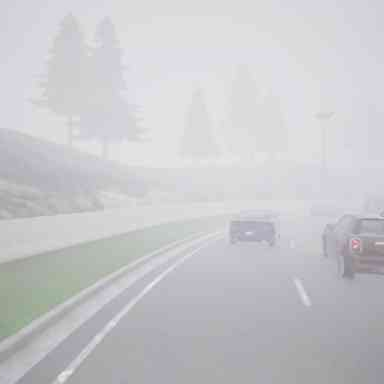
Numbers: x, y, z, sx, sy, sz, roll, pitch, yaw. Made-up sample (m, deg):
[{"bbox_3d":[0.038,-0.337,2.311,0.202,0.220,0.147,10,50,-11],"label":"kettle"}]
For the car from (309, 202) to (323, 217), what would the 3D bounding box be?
[{"bbox_3d":[12.764,1.681,31.534,1.994,1.385,4.181,0,0,41],"label":"car"}]

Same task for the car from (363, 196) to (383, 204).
[{"bbox_3d":[18.267,1.383,31.897,5.566,2.045,2.150,0,0,-43],"label":"car"}]

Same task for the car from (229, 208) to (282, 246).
[{"bbox_3d":[3.093,1.510,15.672,1.882,1.535,5.008,0,0,19],"label":"car"}]

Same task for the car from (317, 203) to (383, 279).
[{"bbox_3d":[5.329,1.399,10.115,2.097,1.767,4.553,1,0,13],"label":"car"}]
